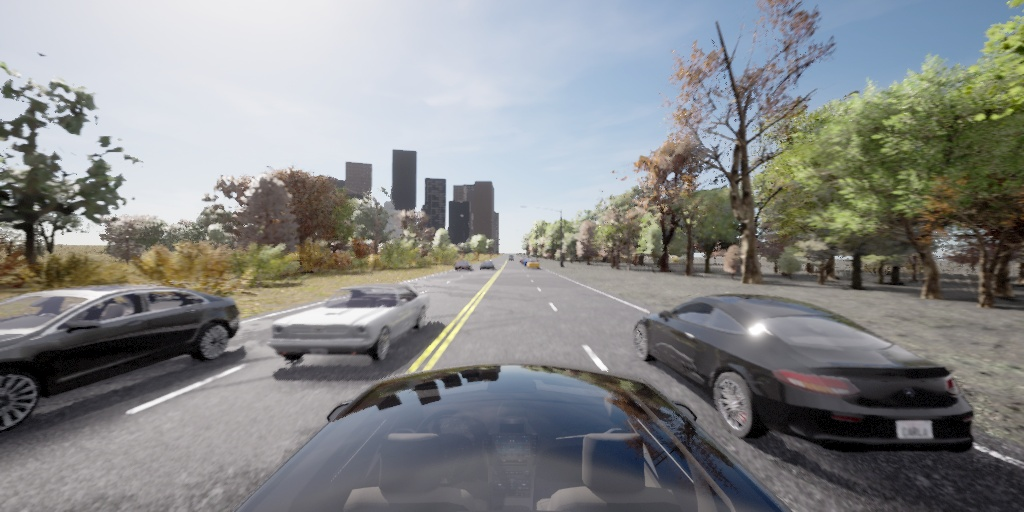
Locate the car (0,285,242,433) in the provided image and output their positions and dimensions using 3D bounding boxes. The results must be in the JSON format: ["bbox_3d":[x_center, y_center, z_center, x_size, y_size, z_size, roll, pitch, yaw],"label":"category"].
[{"bbox_3d":[-6.599,1.241,5.481,2.128,1.511,4.902,0,0,0],"label":"car"}]

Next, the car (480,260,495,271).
[{"bbox_3d":[-3.338,1.311,49.646,1.994,1.385,4.181,0,0,0],"label":"car"}]

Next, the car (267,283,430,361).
[{"bbox_3d":[-3.351,1.352,8.416,1.895,1.301,4.718,0,0,0],"label":"car"}]

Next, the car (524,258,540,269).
[{"bbox_3d":[3.227,1.195,54.746,1.801,1.575,5.366,0,0,0],"label":"car"}]

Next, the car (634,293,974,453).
[{"bbox_3d":[3.350,1.275,5.289,1.812,1.442,4.674,0,0,0],"label":"car"}]

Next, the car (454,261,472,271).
[{"bbox_3d":[-6.577,1.311,48.687,1.994,1.385,4.181,0,0,0],"label":"car"}]
